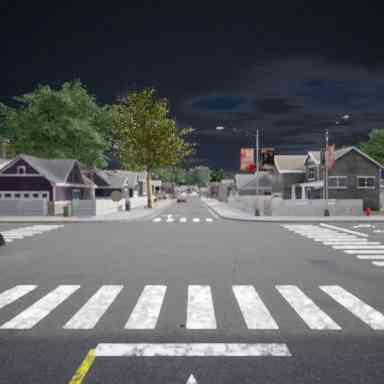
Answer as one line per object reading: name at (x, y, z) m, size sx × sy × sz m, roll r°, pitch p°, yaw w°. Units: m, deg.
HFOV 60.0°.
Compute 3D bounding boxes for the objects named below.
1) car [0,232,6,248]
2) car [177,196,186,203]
car at (-9.094, 1.588, 11.946) m, size 4.181 × 1.385 × 1.994 m, roll 0°, pitch 0°, yaw 0°
car at (-2.124, 1.537, 69.027) m, size 1.882 × 1.535 × 5.008 m, roll 0°, pitch 0°, yaw 0°
